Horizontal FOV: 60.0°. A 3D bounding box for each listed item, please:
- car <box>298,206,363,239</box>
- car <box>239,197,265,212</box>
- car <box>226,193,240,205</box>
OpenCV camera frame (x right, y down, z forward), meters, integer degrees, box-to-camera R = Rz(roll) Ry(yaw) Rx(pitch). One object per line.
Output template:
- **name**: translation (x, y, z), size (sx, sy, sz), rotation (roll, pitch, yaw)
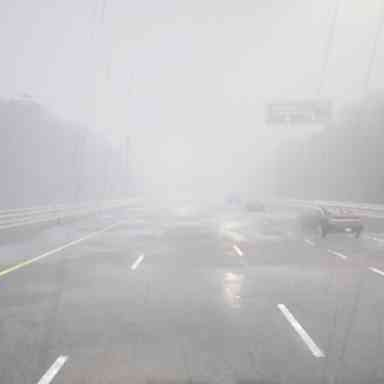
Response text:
- **car**: translation (7.025, 1.485, 17.366), size (2.128, 1.511, 4.902), rotation (0, 0, 0)
- **car**: translation (7.078, 1.543, 38.515), size (1.994, 1.385, 4.181), rotation (0, 0, 0)
- **car**: translation (7.127, 1.204, 57.516), size (2.150, 2.045, 5.566), rotation (0, 0, 0)
